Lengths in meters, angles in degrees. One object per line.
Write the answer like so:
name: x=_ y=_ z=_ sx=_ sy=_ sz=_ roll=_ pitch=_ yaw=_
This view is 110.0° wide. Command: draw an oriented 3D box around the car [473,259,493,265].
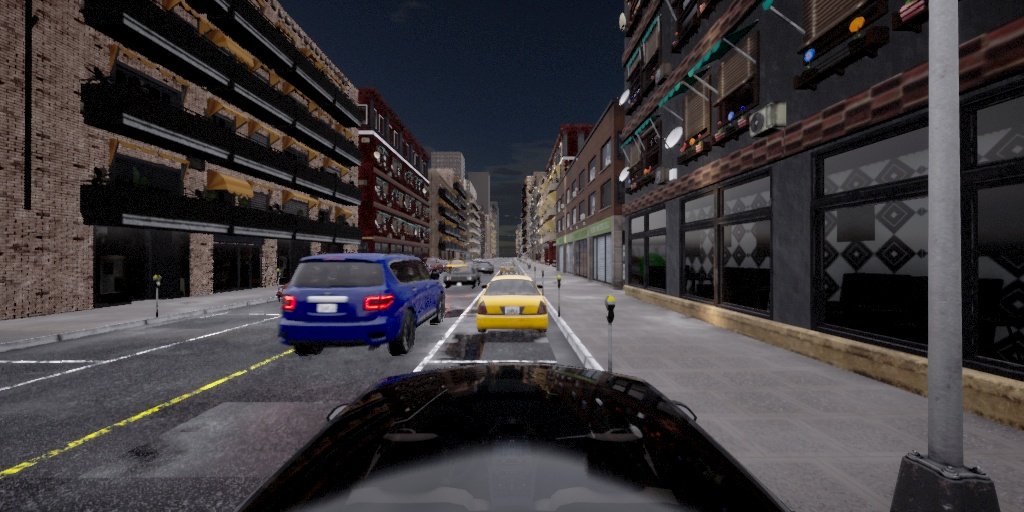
car: x=-3.072 y=1.313 z=40.394 sx=1.994 sy=1.385 sz=4.181 roll=0 pitch=0 yaw=0

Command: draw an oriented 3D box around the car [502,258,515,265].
car: x=-0.456 y=1.275 z=39.173 sx=1.751 sy=1.417 sz=4.829 roll=0 pitch=0 yaw=0

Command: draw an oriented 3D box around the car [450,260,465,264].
car: x=-6.222 y=1.227 z=40.580 sx=1.882 sy=1.535 sz=5.008 roll=0 pitch=0 yaw=0

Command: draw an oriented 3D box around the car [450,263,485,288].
car: x=-3.084 y=1.351 z=23.322 sx=1.895 sy=1.301 sz=4.718 roll=0 pitch=0 yaw=0

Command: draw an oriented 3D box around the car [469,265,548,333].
car: x=0.005 y=1.207 z=10.689 sx=1.801 sy=1.575 sz=5.366 roll=0 pitch=0 yaw=0

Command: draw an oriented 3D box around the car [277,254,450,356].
car: x=-3.145 y=0.973 z=8.776 sx=2.150 sy=2.045 sz=5.566 roll=0 pitch=0 yaw=0
